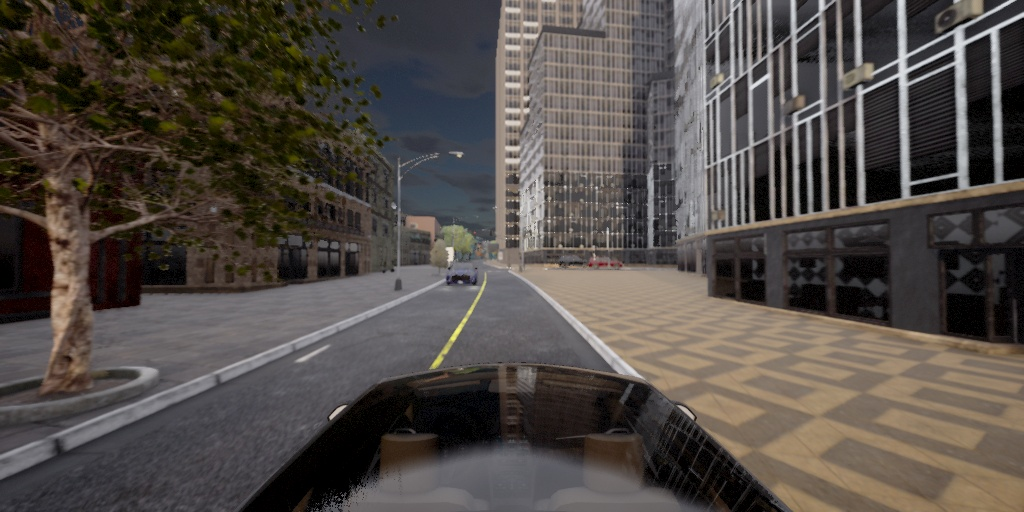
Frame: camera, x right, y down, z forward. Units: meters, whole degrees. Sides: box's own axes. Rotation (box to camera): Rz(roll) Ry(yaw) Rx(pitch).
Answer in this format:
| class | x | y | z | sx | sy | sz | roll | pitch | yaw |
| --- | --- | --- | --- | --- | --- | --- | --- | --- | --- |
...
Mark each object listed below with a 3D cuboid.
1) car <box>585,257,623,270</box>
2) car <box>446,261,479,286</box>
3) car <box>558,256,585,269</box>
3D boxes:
| class | x | y | z | sx | sy | sz | roll | pitch | yaw |
| --- | --- | --- | --- | --- | --- | --- | --- | --- | --- |
| car | 13.743 | 1.083 | 52.916 | 5.009 | 1.841 | 2.192 | 0 | 0 | 15 |
| car | -3.534 | 1.176 | 26.145 | 2.097 | 1.767 | 4.553 | 0 | 0 | -3 |
| car | 10.077 | 0.971 | 56.710 | 5.566 | 2.045 | 2.150 | 0 | -1 | 15 |
